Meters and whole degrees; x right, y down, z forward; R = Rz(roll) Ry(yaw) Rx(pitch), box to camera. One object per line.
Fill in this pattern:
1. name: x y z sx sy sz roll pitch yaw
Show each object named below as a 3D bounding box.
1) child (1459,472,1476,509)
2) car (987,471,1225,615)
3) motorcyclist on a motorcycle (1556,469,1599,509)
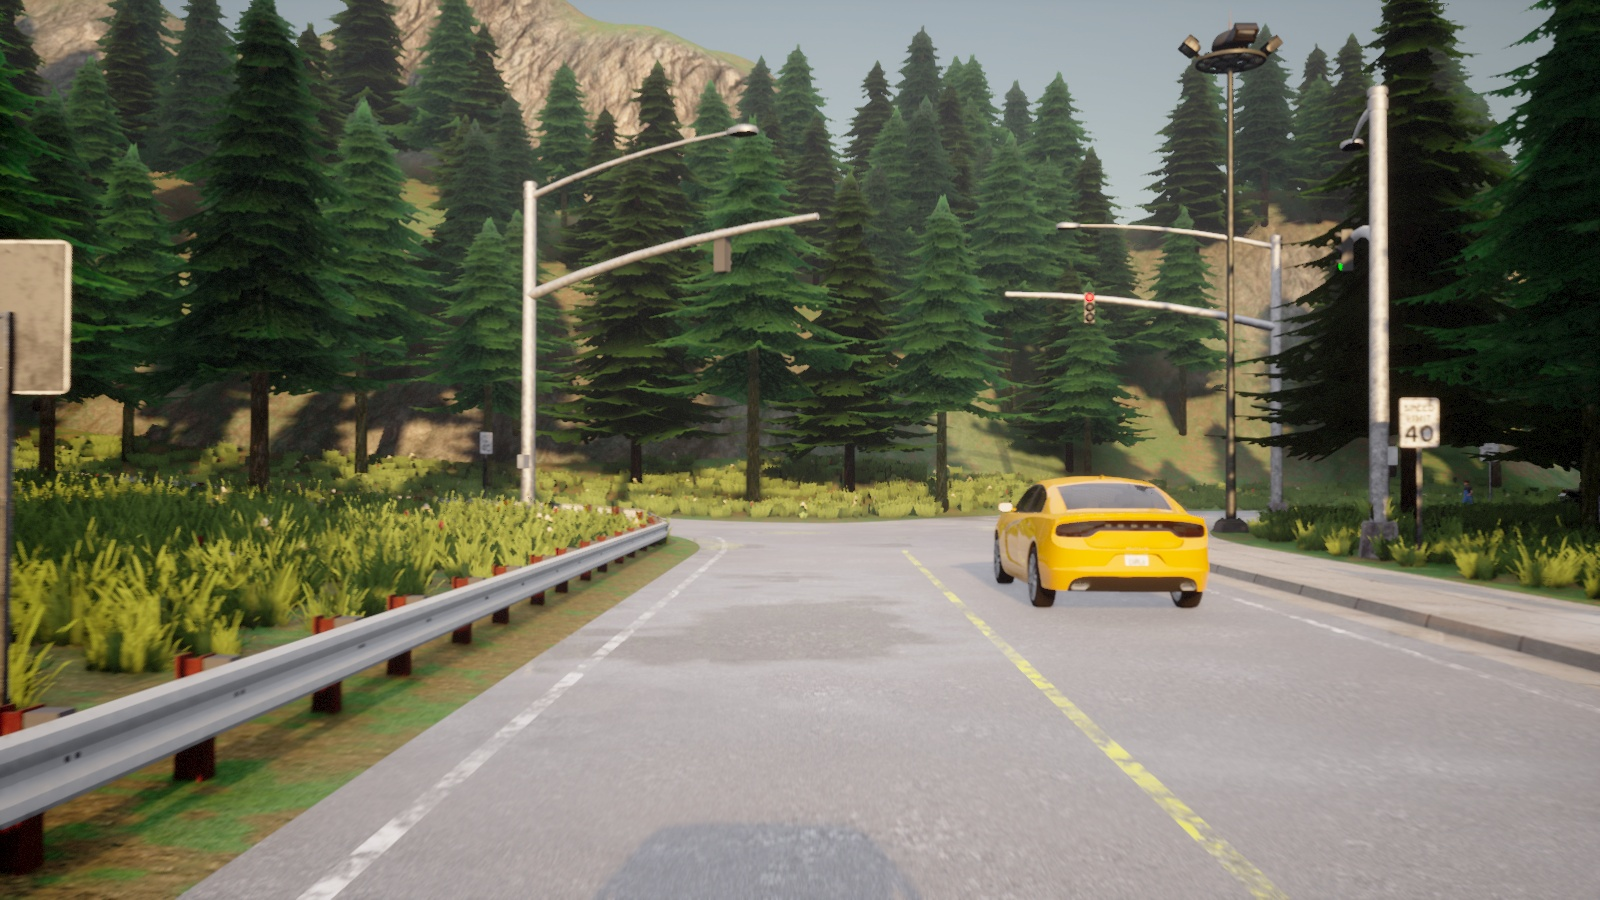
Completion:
1. child: 22.947 1.390 43.177 0.437 1.263 0.270 0 -1 -25
2. car: 3.661 1.046 16.020 1.882 1.535 5.008 0 -1 1
3. motorcyclist on a motorcycle: 30.065 1.480 47.825 2.044 1.523 0.797 0 -1 -3
